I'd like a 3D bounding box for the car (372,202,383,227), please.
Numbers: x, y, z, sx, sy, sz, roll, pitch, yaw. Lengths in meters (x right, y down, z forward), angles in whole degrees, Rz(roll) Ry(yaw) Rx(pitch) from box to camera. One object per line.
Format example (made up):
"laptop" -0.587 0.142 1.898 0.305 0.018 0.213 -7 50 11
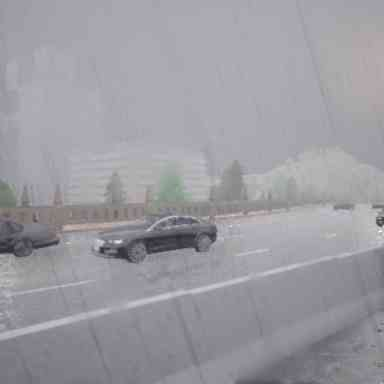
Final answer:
"car" 13.982 1.590 22.693 2.033 1.411 5.357 0 0 39

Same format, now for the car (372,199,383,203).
"car" 25.818 1.649 45.315 2.033 1.411 5.357 -1 0 35

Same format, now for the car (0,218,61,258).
"car" -7.507 1.608 11.588 5.357 1.411 2.033 0 0 -36

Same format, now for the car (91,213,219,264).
"car" -1.178 1.540 12.218 4.902 1.511 2.128 0 0 -40

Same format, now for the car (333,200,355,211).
"car" 19.196 1.722 41.962 1.895 1.301 4.718 -1 0 35
